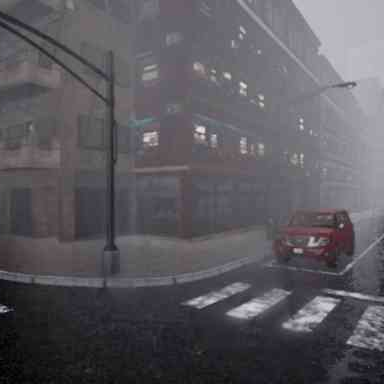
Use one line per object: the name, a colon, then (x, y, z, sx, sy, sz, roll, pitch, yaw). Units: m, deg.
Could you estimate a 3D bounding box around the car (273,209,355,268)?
car: (4.819, 1.601, 12.673, 2.192, 1.841, 5.009, -2, -2, 35)
